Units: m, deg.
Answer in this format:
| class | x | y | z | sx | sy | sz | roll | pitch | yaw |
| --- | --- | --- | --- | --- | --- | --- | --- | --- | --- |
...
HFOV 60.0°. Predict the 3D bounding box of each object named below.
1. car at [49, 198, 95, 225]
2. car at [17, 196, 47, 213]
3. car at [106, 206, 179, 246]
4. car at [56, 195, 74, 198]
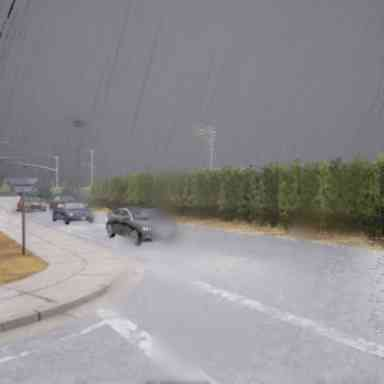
| class | x | y | z | sx | sy | sz | roll | pitch | yaw |
| --- | --- | --- | --- | --- | --- | --- | --- | --- | --- |
| car | -8.390 | 1.409 | 23.279 | 1.812 | 1.442 | 4.674 | 0 | 1 | -37 |
| car | -16.302 | 1.180 | 33.808 | 2.097 | 1.767 | 4.553 | 0 | 0 | -36 |
| car | -2.373 | 1.418 | 15.056 | 2.128 | 1.511 | 4.902 | 0 | 0 | -34 |
| car | -14.616 | 1.149 | 37.683 | 2.097 | 1.767 | 4.553 | 0 | 0 | -37 |
